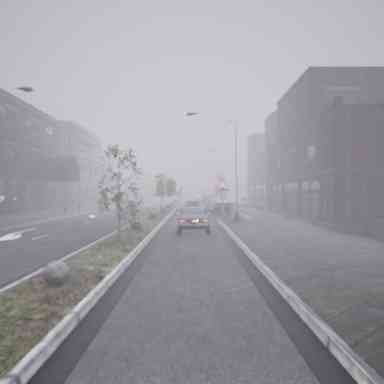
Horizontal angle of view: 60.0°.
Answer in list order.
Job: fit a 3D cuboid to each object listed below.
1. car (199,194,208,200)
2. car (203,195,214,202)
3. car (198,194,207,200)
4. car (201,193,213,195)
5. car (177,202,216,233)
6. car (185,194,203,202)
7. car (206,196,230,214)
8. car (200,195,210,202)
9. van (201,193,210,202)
[{"bbox_3d":[2.997,1.323,89.831,2.185,1.767,4.553,0,0,0],"label":"car"},{"bbox_3d":[2.997,1.490,45.846,2.163,1.488,4.792,0,0,0],"label":"car"},{"bbox_3d":[2.997,1.341,95.351,2.185,1.767,4.553,0,0,0],"label":"car"},{"bbox_3d":[2.997,1.176,62.285,2.435,2.045,5.566,0,0,0],"label":"car"},{"bbox_3d":[0.094,1.554,19.682,2.033,1.411,5.357,0,0,0],"label":"car"},{"bbox_3d":[0.111,1.466,42.645,1.837,1.490,4.892,1,1,0],"label":"car"},{"bbox_3d":[2.997,1.478,34.640,2.231,1.521,4.892,0,0,0],"label":"car"},{"bbox_3d":[2.998,1.426,78.814,2.231,1.521,4.892,0,0,0],"label":"car"},{"bbox_3d":[2.997,1.194,73.416,1.878,1.987,4.442,0,0,0],"label":"van"}]
